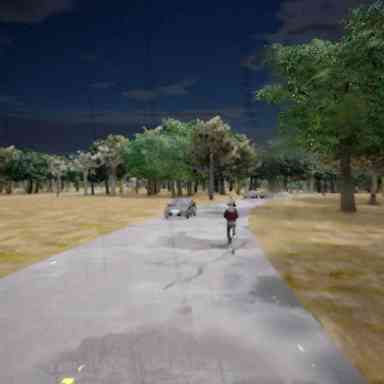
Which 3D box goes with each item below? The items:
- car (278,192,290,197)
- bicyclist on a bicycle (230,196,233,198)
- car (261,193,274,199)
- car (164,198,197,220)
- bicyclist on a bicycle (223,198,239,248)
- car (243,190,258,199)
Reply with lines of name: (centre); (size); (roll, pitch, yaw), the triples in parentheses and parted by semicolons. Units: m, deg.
car: (21.941, 0.564, 79.089); (1.895, 1.301, 4.718); (1, 1, 32)
bicyclist on a bicycle: (2.578, 1.151, 21.852); (0.659, 1.776, 1.843); (0, 1, 8)
car: (14.981, 0.754, 65.636); (1.895, 1.301, 4.718); (1, 1, 25)
car: (-0.791, 1.207, 25.475); (2.128, 1.511, 4.902); (0, 1, 10)
bicyclist on a bicycle: (1.530, 1.249, 13.063); (0.659, 1.776, 1.843); (0, 1, 5)
car: (11.595, 0.482, 65.789); (2.097, 1.767, 4.553); (1, 1, 25)
